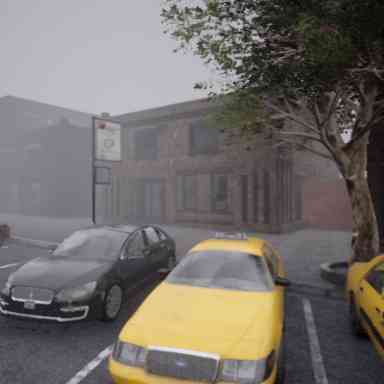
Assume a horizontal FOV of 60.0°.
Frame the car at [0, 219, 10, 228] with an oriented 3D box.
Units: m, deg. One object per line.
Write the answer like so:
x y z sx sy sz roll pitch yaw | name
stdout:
-9.120 1.503 12.628 2.002 1.452 4.674 1 -1 16 | car

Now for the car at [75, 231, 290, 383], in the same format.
0.584 1.477 5.456 1.946 1.575 5.366 1 -1 16 | car

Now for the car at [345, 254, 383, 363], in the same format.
3.027 1.481 3.712 1.946 1.575 5.366 1 -1 16 | car

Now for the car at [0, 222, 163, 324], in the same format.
-1.803 1.478 7.387 2.231 1.521 4.892 1 -1 16 | car
